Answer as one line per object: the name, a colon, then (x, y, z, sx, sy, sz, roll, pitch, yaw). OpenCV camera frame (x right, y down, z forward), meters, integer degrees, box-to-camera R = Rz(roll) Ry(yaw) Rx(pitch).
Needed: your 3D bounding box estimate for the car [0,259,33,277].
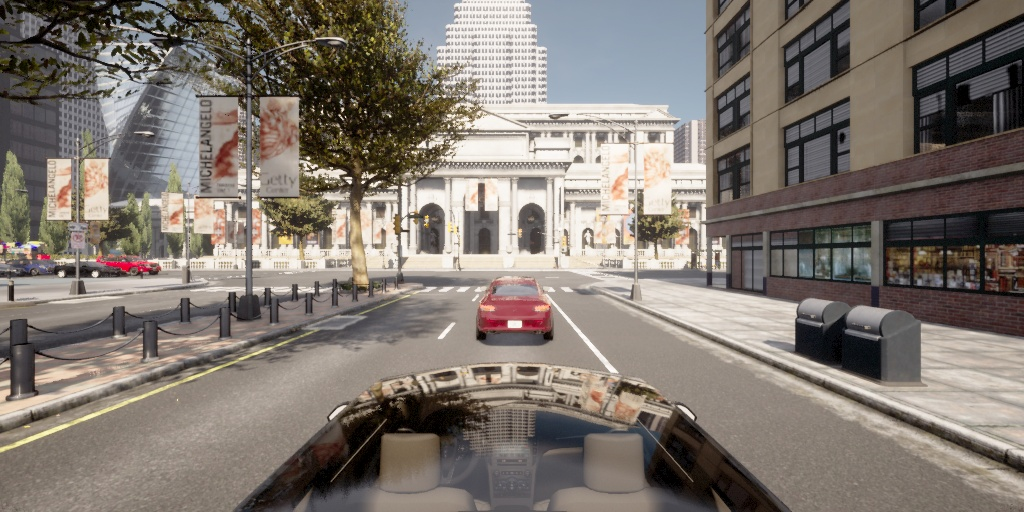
car: (-48.326, 1.276, 33.329, 4.674, 1.442, 1.812, 0, 0, -1)

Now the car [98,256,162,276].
car: (-39.513, 0.971, 36.863, 5.566, 2.045, 2.150, 0, 0, 0)

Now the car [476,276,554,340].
car: (0.078, 1.276, 9.882, 1.812, 1.442, 4.674, 0, 0, 0)

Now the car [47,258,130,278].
car: (-39.323, 1.228, 33.360, 5.008, 1.535, 1.882, 0, 0, 0)

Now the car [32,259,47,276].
car: (-49.132, 1.102, 36.802, 4.553, 1.767, 2.097, 0, 0, -1)
